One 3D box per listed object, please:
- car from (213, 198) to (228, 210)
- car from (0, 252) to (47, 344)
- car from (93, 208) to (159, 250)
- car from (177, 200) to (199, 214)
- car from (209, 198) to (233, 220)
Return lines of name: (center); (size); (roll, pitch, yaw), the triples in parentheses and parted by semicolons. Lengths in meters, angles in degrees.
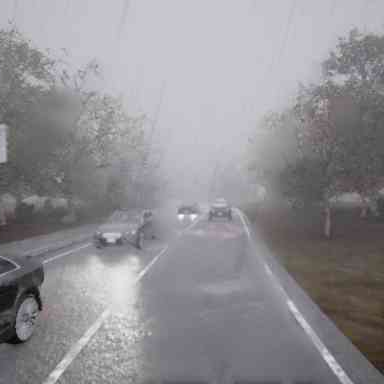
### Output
car: (3.756, 1.512, 44.021); (1.812, 1.442, 4.674); (0, 0, 2)
car: (-3.399, 1.482, 3.604); (2.128, 1.511, 4.902); (0, 0, 2)
car: (-2.684, 1.492, 14.492); (2.128, 1.511, 4.902); (0, 0, 6)
car: (-0.308, 1.539, 35.498); (2.033, 1.411, 5.357); (0, 0, 6)
car: (2.373, 1.504, 27.566); (1.812, 1.442, 4.674); (0, 0, 6)
